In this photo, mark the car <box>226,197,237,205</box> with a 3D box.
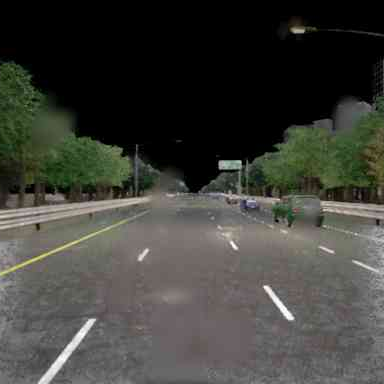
[{"bbox_3d":[7.203,1.576,60.781,1.812,1.442,4.674,0,0,0],"label":"car"}]

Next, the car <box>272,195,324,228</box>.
[{"bbox_3d":[7.029,1.238,22.544,2.150,2.045,5.566,0,0,0],"label":"car"}]

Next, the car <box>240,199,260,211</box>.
[{"bbox_3d":[7.092,1.566,40.962,1.812,1.442,4.674,0,0,0],"label":"car"}]
